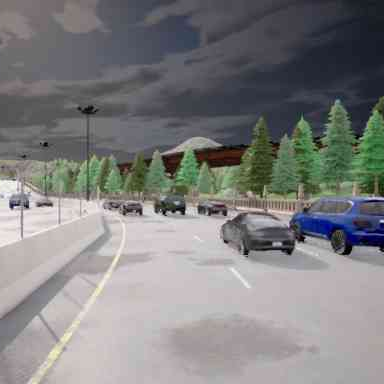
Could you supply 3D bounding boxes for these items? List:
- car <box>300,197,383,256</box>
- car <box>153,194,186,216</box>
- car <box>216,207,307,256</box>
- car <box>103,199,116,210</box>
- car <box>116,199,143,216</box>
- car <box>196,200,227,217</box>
[{"bbox_3d":[5.976,1.217,13.377,2.150,2.045,5.566,0,-1,-8],"label":"car"},{"bbox_3d":[-2.266,1.217,32.796,2.150,2.045,5.566,0,-1,-19],"label":"car"},{"bbox_3d":[2.442,1.525,13.062,1.812,1.442,4.674,0,0,-8],"label":"car"},{"bbox_3d":[-10.072,1.547,42.747,2.033,1.411,5.357,0,0,-27],"label":"car"},{"bbox_3d":[-6.131,1.504,33.075,1.837,1.490,4.892,0,0,-19],"label":"car"},{"bbox_3d":[1.822,1.506,31.406,1.837,1.490,4.892,0,1,-17],"label":"car"}]
